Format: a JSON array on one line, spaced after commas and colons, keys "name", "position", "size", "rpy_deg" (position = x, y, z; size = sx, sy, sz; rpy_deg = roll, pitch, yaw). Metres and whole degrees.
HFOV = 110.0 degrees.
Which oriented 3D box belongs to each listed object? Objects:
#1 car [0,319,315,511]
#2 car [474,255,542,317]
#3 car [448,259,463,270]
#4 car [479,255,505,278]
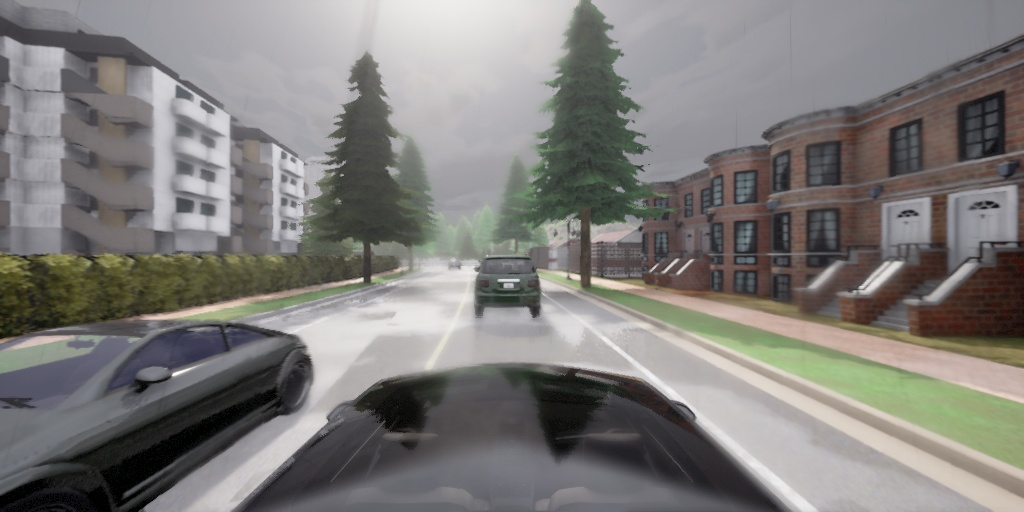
[{"name": "car", "position": [-3.660, 1.319, 3.180], "size": [1.994, 1.385, 4.181], "rpy_deg": [0, 0, -1]}, {"name": "car", "position": [-0.213, 0.971, 13.277], "size": [2.150, 2.045, 5.566], "rpy_deg": [0, 0, -2]}, {"name": "car", "position": [-8.384, 1.250, 52.779], "size": [2.128, 1.511, 4.902], "rpy_deg": [0, 0, -10]}, {"name": "car", "position": [-2.092, 0.971, 35.691], "size": [2.150, 2.045, 5.566], "rpy_deg": [0, 0, -7]}]
